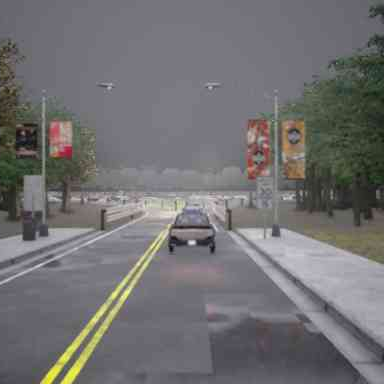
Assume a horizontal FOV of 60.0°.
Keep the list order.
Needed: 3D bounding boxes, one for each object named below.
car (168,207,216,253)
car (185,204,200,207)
[{"bbox_3d":[0.005,1.626,14.294,2.128,1.511,4.902,0,0,0],"label":"car"},{"bbox_3d":[0.020,1.798,29.390,1.812,1.442,4.674,0,0,1],"label":"car"}]
